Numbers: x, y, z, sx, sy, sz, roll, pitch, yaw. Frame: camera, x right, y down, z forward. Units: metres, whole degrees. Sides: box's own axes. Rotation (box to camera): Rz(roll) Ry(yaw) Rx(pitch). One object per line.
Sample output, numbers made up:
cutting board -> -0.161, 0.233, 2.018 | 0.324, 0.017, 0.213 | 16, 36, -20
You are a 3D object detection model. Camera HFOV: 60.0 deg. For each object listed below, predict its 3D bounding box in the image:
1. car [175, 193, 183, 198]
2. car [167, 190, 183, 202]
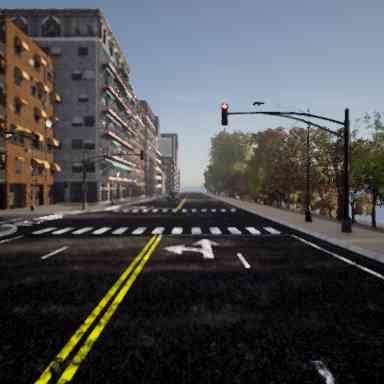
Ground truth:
car -> -3.254, 0.911, 86.959 | 1.895, 1.301, 4.718 | 0, 0, 0
car -> -3.252, 0.808, 59.823 | 2.150, 2.045, 5.566 | 0, 2, 0
